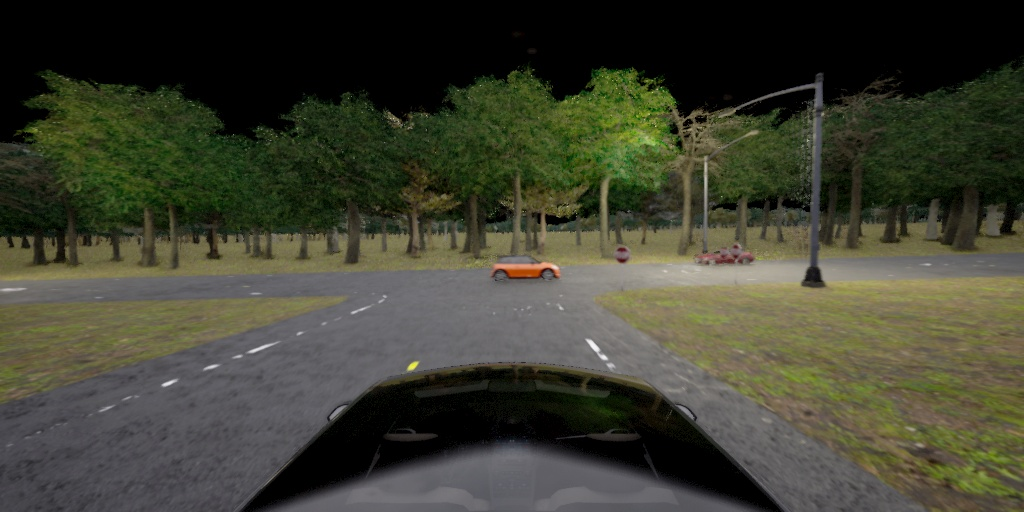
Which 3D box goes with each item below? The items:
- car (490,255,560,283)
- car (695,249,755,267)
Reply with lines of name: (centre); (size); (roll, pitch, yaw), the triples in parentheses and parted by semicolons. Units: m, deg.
car: (0.861, 0.719, 23.812); (4.553, 1.767, 2.097); (-1, 3, 0)
car: (18.237, 0.116, 30.834); (4.674, 1.442, 1.812); (-3, 4, 0)
